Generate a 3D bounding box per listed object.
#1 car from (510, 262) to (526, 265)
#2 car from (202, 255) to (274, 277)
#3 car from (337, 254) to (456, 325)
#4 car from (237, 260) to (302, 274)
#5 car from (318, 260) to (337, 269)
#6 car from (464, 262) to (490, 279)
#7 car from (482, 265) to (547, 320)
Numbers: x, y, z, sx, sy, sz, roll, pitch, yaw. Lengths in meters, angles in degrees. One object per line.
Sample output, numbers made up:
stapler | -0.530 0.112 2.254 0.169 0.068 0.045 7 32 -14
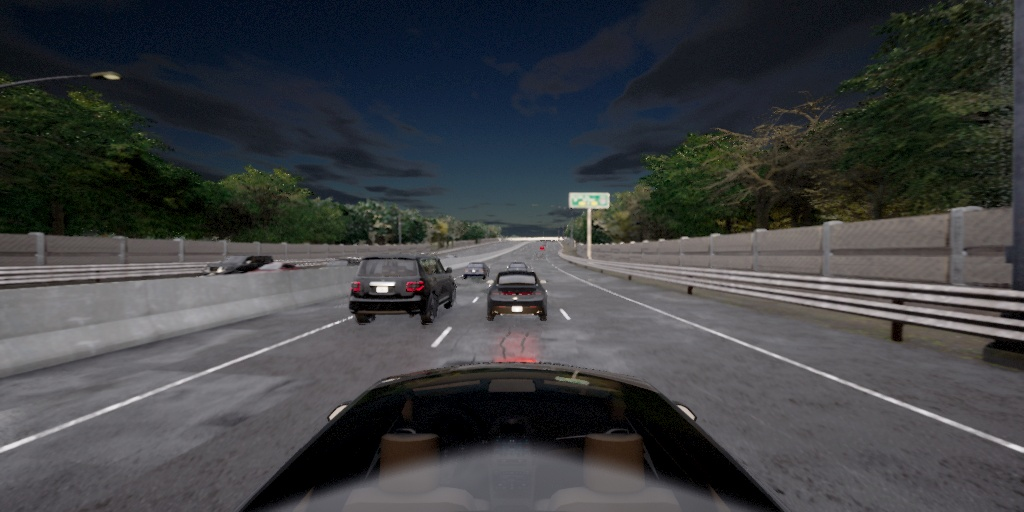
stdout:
car | 0.504 1.232 31.199 2.033 1.411 5.357 0 0 1
car | -20.780 0.921 27.714 2.150 2.045 5.566 0 0 1
car | -3.337 0.962 11.976 2.150 2.045 5.566 0 0 1
car | -17.306 1.231 26.362 1.812 1.442 4.674 0 0 1
car | -13.745 1.045 28.813 2.097 1.767 4.553 0 0 1
car | -2.996 1.230 31.161 2.033 1.411 5.357 0 0 1
car | 0.172 1.246 12.520 1.837 1.490 4.892 0 0 1
